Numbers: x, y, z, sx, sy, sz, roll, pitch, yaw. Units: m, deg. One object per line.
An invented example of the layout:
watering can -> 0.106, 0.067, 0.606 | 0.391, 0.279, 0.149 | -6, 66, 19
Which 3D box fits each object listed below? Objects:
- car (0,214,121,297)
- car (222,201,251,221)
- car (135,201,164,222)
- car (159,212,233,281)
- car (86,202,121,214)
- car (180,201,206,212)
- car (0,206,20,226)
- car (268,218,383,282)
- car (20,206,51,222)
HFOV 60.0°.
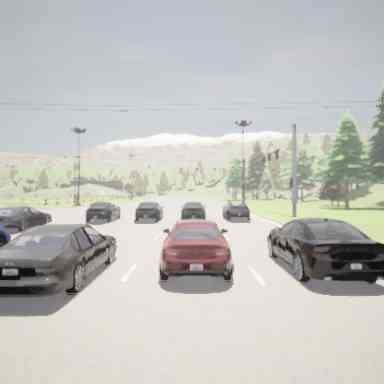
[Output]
car -> -3.402, 1.551, 8.748 | 2.033, 1.411, 5.357 | 0, 0, 0
car -> 3.602, 1.503, 27.498 | 2.128, 1.511, 4.902 | 0, 0, 0
car -> -3.399, 1.517, 26.783 | 1.837, 1.490, 4.892 | 0, 0, 0
car -> 0.102, 1.530, 9.782 | 1.812, 1.442, 4.674 | 0, 0, 0
car -> -6.897, 1.517, 26.157 | 1.837, 1.490, 4.892 | 0, 0, 0
car -> 0.102, 1.517, 26.812 | 1.837, 1.490, 4.892 | 0, 0, 0
car -> -6.900, 1.227, 8.299 | 2.150, 2.045, 5.566 | 0, 0, 0
car -> 3.601, 1.482, 9.762 | 1.882, 1.535, 5.008 | 0, 0, 0
car -> -10.399, 1.557, 20.164 | 2.033, 1.411, 5.357 | 0, 0, 0
